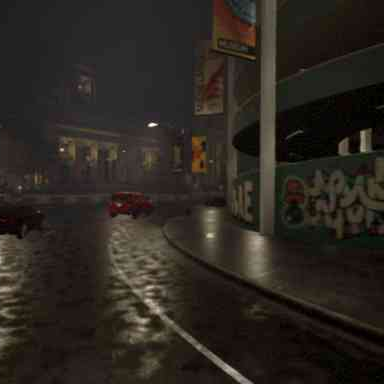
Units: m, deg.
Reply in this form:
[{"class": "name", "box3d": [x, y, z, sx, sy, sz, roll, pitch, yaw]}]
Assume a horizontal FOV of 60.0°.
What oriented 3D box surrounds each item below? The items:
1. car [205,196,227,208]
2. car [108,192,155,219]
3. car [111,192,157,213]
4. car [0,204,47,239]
[{"class": "car", "box3d": [3.741, 1.325, 44.225, 1.882, 1.535, 5.008, 0, 0, 40]}, {"class": "car", "box3d": [-4.970, 1.071, 27.609, 2.150, 2.045, 5.566, 0, 0, 11]}, {"class": "car", "box3d": [-6.061, 1.031, 35.584, 2.150, 2.045, 5.566, 0, 0, 23]}, {"class": "car", "box3d": [-8.786, 1.344, 16.475, 1.882, 1.535, 5.008, 0, 0, -8]}]
